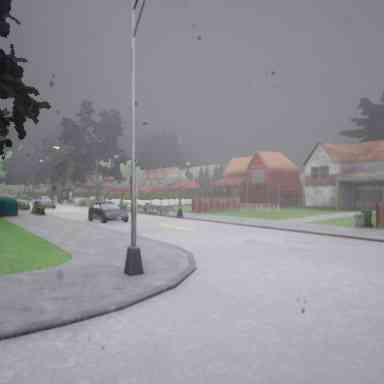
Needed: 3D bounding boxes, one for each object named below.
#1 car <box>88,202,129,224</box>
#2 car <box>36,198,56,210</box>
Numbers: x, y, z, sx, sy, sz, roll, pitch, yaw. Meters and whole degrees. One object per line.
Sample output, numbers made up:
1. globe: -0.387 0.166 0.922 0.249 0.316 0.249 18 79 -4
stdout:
1. car: -6.343 1.512 24.789 1.812 1.442 4.674 0 1 -36
2. car: -18.555 1.511 41.951 1.812 1.442 4.674 0 0 -35
